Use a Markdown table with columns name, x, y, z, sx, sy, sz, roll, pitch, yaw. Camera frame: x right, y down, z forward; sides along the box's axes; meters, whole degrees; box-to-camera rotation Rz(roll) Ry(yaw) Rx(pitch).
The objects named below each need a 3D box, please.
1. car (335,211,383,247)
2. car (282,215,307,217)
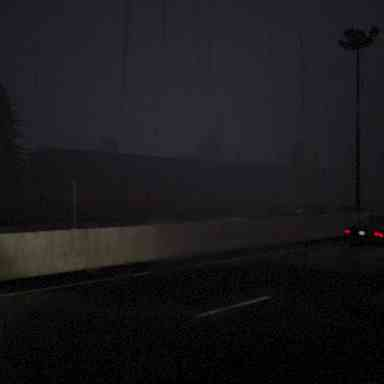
| name | x | y | z | sx | sy | sz | roll | pitch | yaw |
| --- | --- | --- | --- | --- | --- | --- | --- | --- | --- |
| car | 8.663 | 1.678 | 14.511 | 5.357 | 1.411 | 2.033 | 0 | 0 | -36 |
| car | 9.822 | 1.585 | 28.670 | 4.553 | 1.767 | 2.097 | 0 | 0 | -36 |
